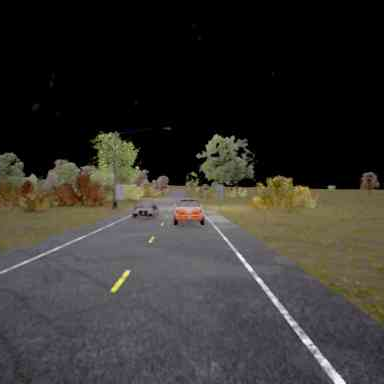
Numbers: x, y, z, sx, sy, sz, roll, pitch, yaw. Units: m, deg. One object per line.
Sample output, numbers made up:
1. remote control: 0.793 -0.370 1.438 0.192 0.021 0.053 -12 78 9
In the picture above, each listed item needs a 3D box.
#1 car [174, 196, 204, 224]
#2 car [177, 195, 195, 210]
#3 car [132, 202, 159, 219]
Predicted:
1. car: -0.244 1.336 24.448 2.097 1.767 4.553 0 0 -1
2. car: -0.801 1.312 41.925 2.097 1.767 4.553 0 0 -2
3. car: -3.974 1.546 28.813 1.994 1.385 4.181 0 0 -1
